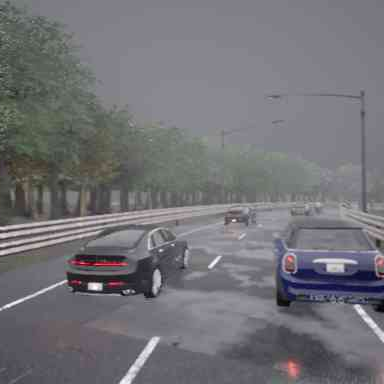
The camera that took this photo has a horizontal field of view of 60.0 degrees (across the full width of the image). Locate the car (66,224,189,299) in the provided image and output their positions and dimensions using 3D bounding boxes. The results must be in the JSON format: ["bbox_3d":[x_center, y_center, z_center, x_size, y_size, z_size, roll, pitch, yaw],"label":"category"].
[{"bbox_3d":[-1.375,1.624,8.860,1.837,1.490,4.892,-1,-1,12],"label":"car"}]

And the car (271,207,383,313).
[{"bbox_3d":[3.056,1.416,8.092,2.097,1.767,4.553,-1,-1,13],"label":"car"}]

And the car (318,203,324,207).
[{"bbox_3d":[16.556,2.137,45.131,1.837,1.490,4.892,-1,-1,32],"label":"car"}]

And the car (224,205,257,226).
[{"bbox_3d":[3.908,1.837,26.367,1.837,1.490,4.892,-1,-1,21],"label":"car"}]

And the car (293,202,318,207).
[{"bbox_3d":[11.908,1.952,35.948,2.128,1.511,4.902,-1,-1,27],"label":"car"}]
